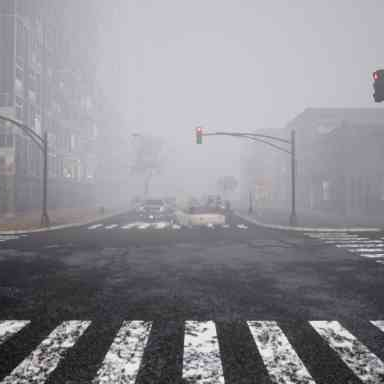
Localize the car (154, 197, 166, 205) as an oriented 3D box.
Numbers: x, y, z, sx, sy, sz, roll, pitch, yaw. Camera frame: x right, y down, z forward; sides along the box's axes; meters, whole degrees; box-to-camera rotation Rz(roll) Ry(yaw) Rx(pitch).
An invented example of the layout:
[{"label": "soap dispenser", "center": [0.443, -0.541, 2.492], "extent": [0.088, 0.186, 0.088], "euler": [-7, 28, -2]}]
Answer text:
[{"label": "car", "center": [-5.661, 1.587, 59.337], "extent": [1.802, 1.307, 4.206], "euler": [1, 0, 0]}]

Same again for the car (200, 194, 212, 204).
[{"label": "car", "center": [2.725, 1.321, 65.048], "extent": [2.192, 1.841, 5.009], "euler": [1, 0, 0]}]

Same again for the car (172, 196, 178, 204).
[{"label": "car", "center": [-3.090, 1.552, 37.622], "extent": [2.033, 1.411, 5.357], "euler": [0, 0, 0]}]

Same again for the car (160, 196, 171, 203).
[{"label": "car", "center": [-5.658, 1.572, 70.685], "extent": [1.947, 1.339, 4.313], "euler": [1, 0, 0]}]

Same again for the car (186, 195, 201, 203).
[{"label": "car", "center": [0.114, 1.532, 53.714], "extent": [1.812, 1.442, 4.674], "euler": [0, 0, 0]}]

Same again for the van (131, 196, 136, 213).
[{"label": "van", "center": [-5.663, 1.346, 36.641], "extent": [1.690, 1.788, 3.998], "euler": [1, 0, 0]}]

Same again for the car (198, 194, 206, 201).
[{"label": "car", "center": [2.729, 1.446, 87.743], "extent": [1.967, 1.590, 4.097], "euler": [1, 0, 0]}]

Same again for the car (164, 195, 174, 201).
[{"label": "car", "center": [-5.654, 1.557, 82.033], "extent": [2.008, 1.369, 4.403], "euler": [1, 0, 0]}]

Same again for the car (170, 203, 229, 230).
[{"label": "car", "center": [0.337, 1.604, 21.330], "extent": [1.895, 1.301, 4.718], "euler": [0, 0, -20]}]

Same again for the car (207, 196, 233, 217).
[{"label": "car", "center": [2.713, 1.444, 31.003], "extent": [1.967, 1.590, 4.097], "euler": [1, 0, 0]}]

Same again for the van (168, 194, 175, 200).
[{"label": "van", "center": [-5.647, 1.347, 93.381], "extent": [1.690, 1.788, 3.998], "euler": [1, 0, 0]}]

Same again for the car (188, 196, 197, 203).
[{"label": "car", "center": [0.120, 1.606, 70.128], "extent": [1.895, 1.301, 4.718], "euler": [0, 0, 0]}]

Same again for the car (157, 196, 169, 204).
[{"label": "car", "center": [-5.659, 1.572, 65.011], "extent": [1.947, 1.339, 4.313], "euler": [1, 0, 0]}]

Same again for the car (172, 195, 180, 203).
[{"label": "car", "center": [-3.082, 1.531, 47.642], "extent": [1.812, 1.442, 4.674], "euler": [0, 0, 0]}]

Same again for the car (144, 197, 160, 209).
[{"label": "car", "center": [-5.663, 1.530, 47.819], "extent": [1.752, 1.417, 4.829], "euler": [1, 0, 0]}]

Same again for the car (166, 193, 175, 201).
[{"label": "car", "center": [-5.648, 1.321, 87.707], "extent": [2.192, 1.841, 5.009], "euler": [1, 0, 0]}]

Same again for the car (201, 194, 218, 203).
[{"label": "car", "center": [2.719, 1.320, 42.351], "extent": [2.192, 1.841, 5.009], "euler": [1, 0, 0]}]

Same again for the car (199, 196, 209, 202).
[{"label": "car", "center": [2.724, 1.572, 76.396], "extent": [1.947, 1.339, 4.313], "euler": [1, 0, 0]}]

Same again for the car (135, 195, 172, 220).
[{"label": "car", "center": [-3.125, 1.356, 28.149], "extent": [2.097, 1.767, 4.553], "euler": [0, 0, 1]}]
